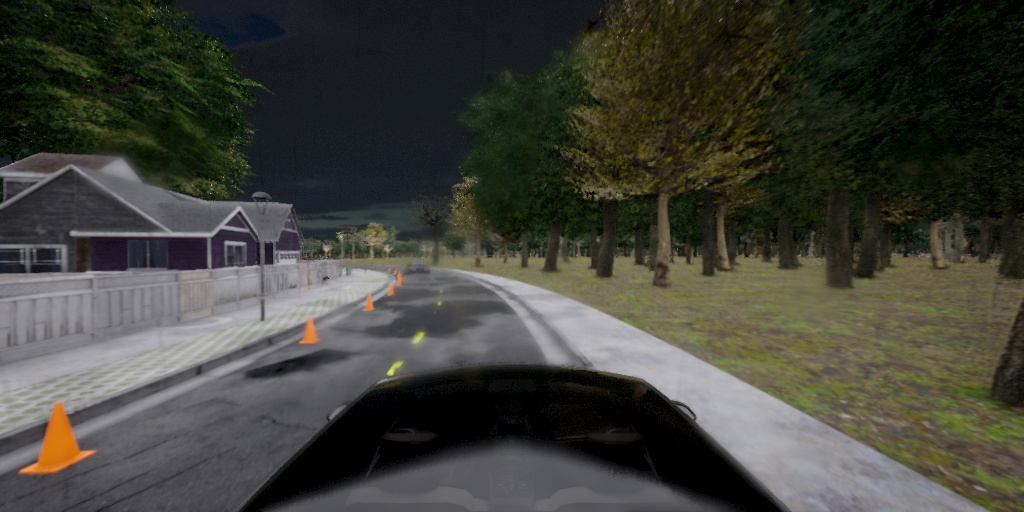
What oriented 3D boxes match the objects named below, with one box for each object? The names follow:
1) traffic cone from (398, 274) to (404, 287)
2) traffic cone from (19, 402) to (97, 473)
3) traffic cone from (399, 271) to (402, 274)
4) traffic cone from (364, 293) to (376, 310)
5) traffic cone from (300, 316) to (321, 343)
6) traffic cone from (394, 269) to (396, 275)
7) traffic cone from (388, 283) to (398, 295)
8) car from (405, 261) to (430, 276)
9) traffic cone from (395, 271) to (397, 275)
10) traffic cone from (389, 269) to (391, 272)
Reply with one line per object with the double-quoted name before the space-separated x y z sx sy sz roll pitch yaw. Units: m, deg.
"traffic cone" -7.109 1.628 22.728 0.340 0.580 0.340 0 0 -14
"traffic cone" -4.411 1.721 3.497 0.340 0.580 0.340 0 0 -2
"traffic cone" -8.436 1.611 27.407 0.340 0.580 0.340 0 0 -17
"traffic cone" -5.232 1.670 13.187 0.340 0.580 0.340 0 0 -8
"traffic cone" -4.689 1.694 8.353 0.340 0.580 0.340 0 0 -5
"traffic cone" -11.848 1.588 36.513 0.340 0.580 0.340 0 0 -24
"traffic cone" -6.040 1.648 17.983 0.340 0.580 0.340 0 0 -11
"car" -9.367 1.184 35.422 1.994 1.385 4.181 0 0 -23
"traffic cone" -10.017 1.597 32.007 0.340 0.580 0.340 0 0 -21
"traffic cone" -13.923 1.582 40.912 0.340 0.580 0.340 0 0 -27
